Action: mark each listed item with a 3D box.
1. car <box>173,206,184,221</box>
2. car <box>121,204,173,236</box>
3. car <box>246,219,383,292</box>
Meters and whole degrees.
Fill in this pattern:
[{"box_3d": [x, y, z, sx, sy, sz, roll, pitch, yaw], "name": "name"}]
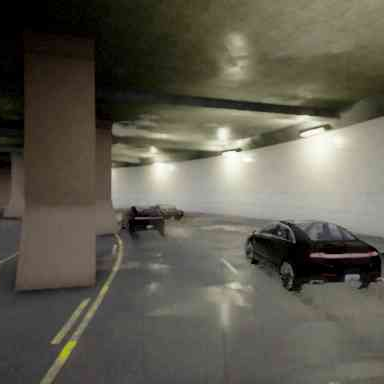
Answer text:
[{"box_3d": [-2.488, 1.612, 26.514, 1.895, 1.301, 4.718, 0, 0, -28], "name": "car"}, {"box_3d": [-2.849, 1.505, 18.740, 2.128, 1.511, 4.902, 0, 0, -18], "name": "car"}, {"box_3d": [2.860, 1.478, 8.937, 2.128, 1.511, 4.902, 0, 0, -7], "name": "car"}]
